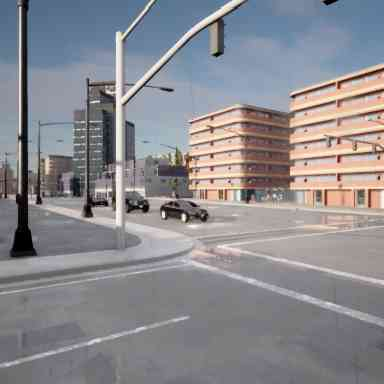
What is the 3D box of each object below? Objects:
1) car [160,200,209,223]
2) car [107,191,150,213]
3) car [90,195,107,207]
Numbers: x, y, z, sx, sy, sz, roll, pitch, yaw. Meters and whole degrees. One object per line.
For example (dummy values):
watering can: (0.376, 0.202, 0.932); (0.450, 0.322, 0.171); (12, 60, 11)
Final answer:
car: (-0.655, 1.373, 24.866); (1.837, 1.490, 4.892); (0, 1, -34)
car: (-6.212, 0.945, 33.023); (2.150, 2.045, 5.566); (0, 1, -33)
car: (-11.873, 1.111, 41.330); (1.994, 1.385, 4.181); (0, 1, -34)
